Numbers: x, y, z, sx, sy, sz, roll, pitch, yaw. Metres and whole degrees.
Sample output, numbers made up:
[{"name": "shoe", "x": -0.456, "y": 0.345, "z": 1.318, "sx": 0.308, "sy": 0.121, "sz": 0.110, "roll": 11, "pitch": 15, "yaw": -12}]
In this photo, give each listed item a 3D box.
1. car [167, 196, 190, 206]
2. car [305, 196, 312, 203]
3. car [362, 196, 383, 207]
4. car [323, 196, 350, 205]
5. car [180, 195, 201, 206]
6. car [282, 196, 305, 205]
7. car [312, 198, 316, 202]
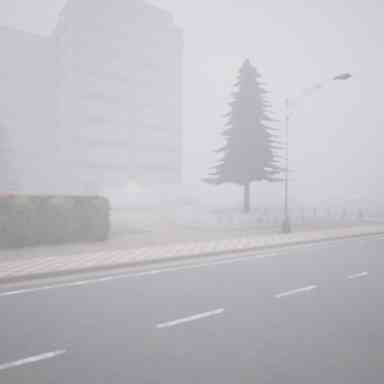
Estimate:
[{"name": "car", "x": -2.866, "y": 1.915, "z": 62.207, "sx": 1.994, "sy": 1.385, "sz": 4.181, "roll": 1, "pitch": -1, "yaw": -35}, {"name": "car", "x": 28.027, "y": 2.118, "z": 85.951, "sx": 1.784, "sy": 1.438, "sz": 3.905, "roll": 1, "pitch": 0, "yaw": -36}, {"name": "car", "x": 43.452, "y": 1.992, "z": 78.519, "sx": 1.932, "sy": 1.855, "sz": 4.605, "roll": 1, "pitch": 0, "yaw": -36}, {"name": "car", "x": 29.750, "y": 2.059, "z": 68.627, "sx": 1.970, "sy": 1.475, "sz": 3.806, "roll": 1, "pitch": 0, "yaw": -36}, {"name": "car", "x": -0.578, "y": 1.613, "z": 65.040, "sx": 2.150, "sy": 2.045, "sz": 5.566, "roll": 1, "pitch": -1, "yaw": -35}, {"name": "car", "x": 25.670, "y": 2.119, "z": 84.270, "sx": 1.970, "sy": 1.475, "sz": 3.806, "roll": 1, "pitch": 0, "yaw": -36}, {"name": "car", "x": 30.184, "y": 1.935, "z": 87.552, "sx": 1.932, "sy": 1.855, "sz": 4.605, "roll": 1, "pitch": 0, "yaw": -36}]
